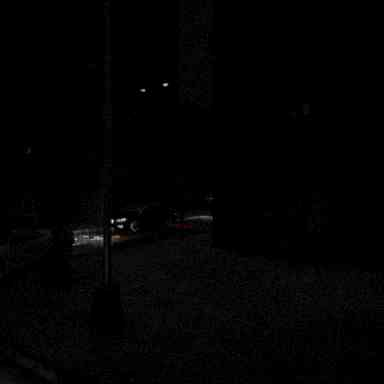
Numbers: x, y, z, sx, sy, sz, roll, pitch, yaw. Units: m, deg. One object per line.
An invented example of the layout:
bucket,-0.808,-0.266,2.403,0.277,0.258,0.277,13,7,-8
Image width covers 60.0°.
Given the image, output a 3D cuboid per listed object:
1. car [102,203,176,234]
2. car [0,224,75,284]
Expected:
car,-2.866,1.373,18.813,2.128,1.511,4.902,0,0,34
car,-5.241,1.552,9.354,1.895,1.301,4.718,0,1,9
